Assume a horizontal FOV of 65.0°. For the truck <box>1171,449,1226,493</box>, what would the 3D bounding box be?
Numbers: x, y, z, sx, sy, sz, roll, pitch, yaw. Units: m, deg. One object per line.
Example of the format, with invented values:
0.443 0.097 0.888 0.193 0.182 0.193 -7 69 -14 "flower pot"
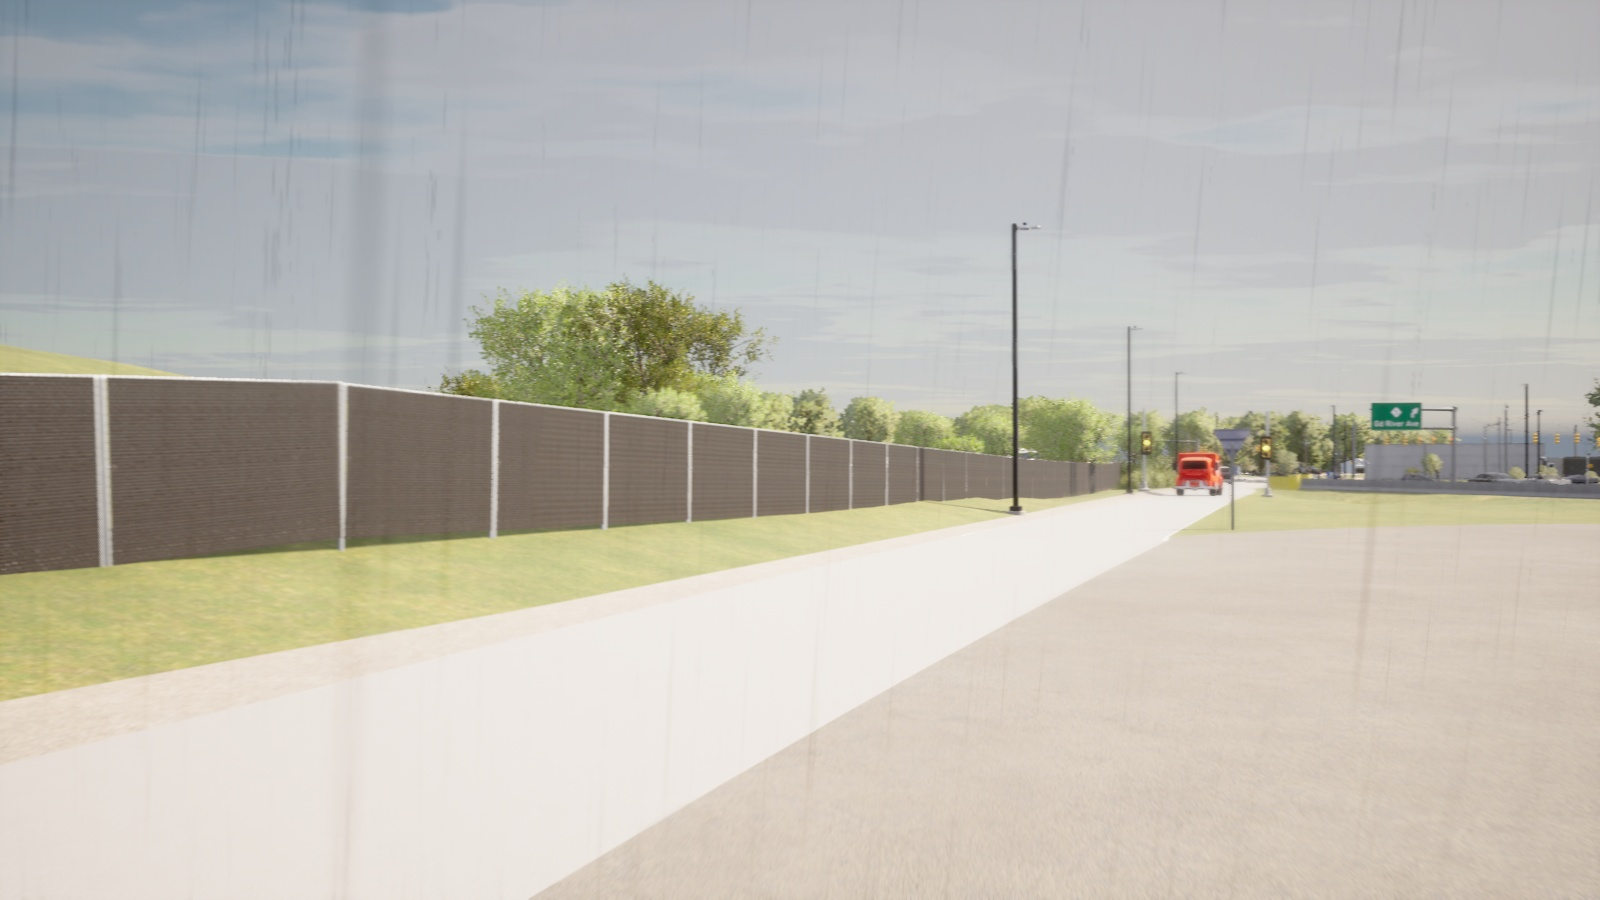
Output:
23.132 1.229 72.691 2.627 2.467 5.204 -1 -1 22 "truck"
